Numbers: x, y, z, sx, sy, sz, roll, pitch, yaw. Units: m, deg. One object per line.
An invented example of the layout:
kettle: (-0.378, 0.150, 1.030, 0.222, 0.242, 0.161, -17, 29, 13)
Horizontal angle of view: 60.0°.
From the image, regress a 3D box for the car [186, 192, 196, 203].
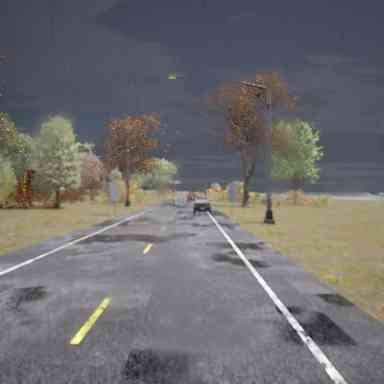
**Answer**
car: (0.058, 1.049, 68.602, 2.150, 2.045, 5.566, 0, 0, 0)

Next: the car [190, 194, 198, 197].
car: (1.069, 1.465, 51.217, 1.837, 1.490, 4.892, 0, 0, 0)

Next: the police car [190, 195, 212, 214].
police car: (1.047, 1.401, 35.333, 1.930, 1.638, 5.238, 0, 0, 0)

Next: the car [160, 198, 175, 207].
car: (-3.550, 1.525, 49.992, 1.994, 1.385, 4.181, 0, 0, 1)

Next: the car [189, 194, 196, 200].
car: (0.099, 1.346, 86.631, 1.812, 1.442, 4.674, 0, 0, 0)

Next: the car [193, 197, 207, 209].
car: (1.056, 1.492, 45.218, 1.812, 1.442, 4.674, 0, 0, 0)
